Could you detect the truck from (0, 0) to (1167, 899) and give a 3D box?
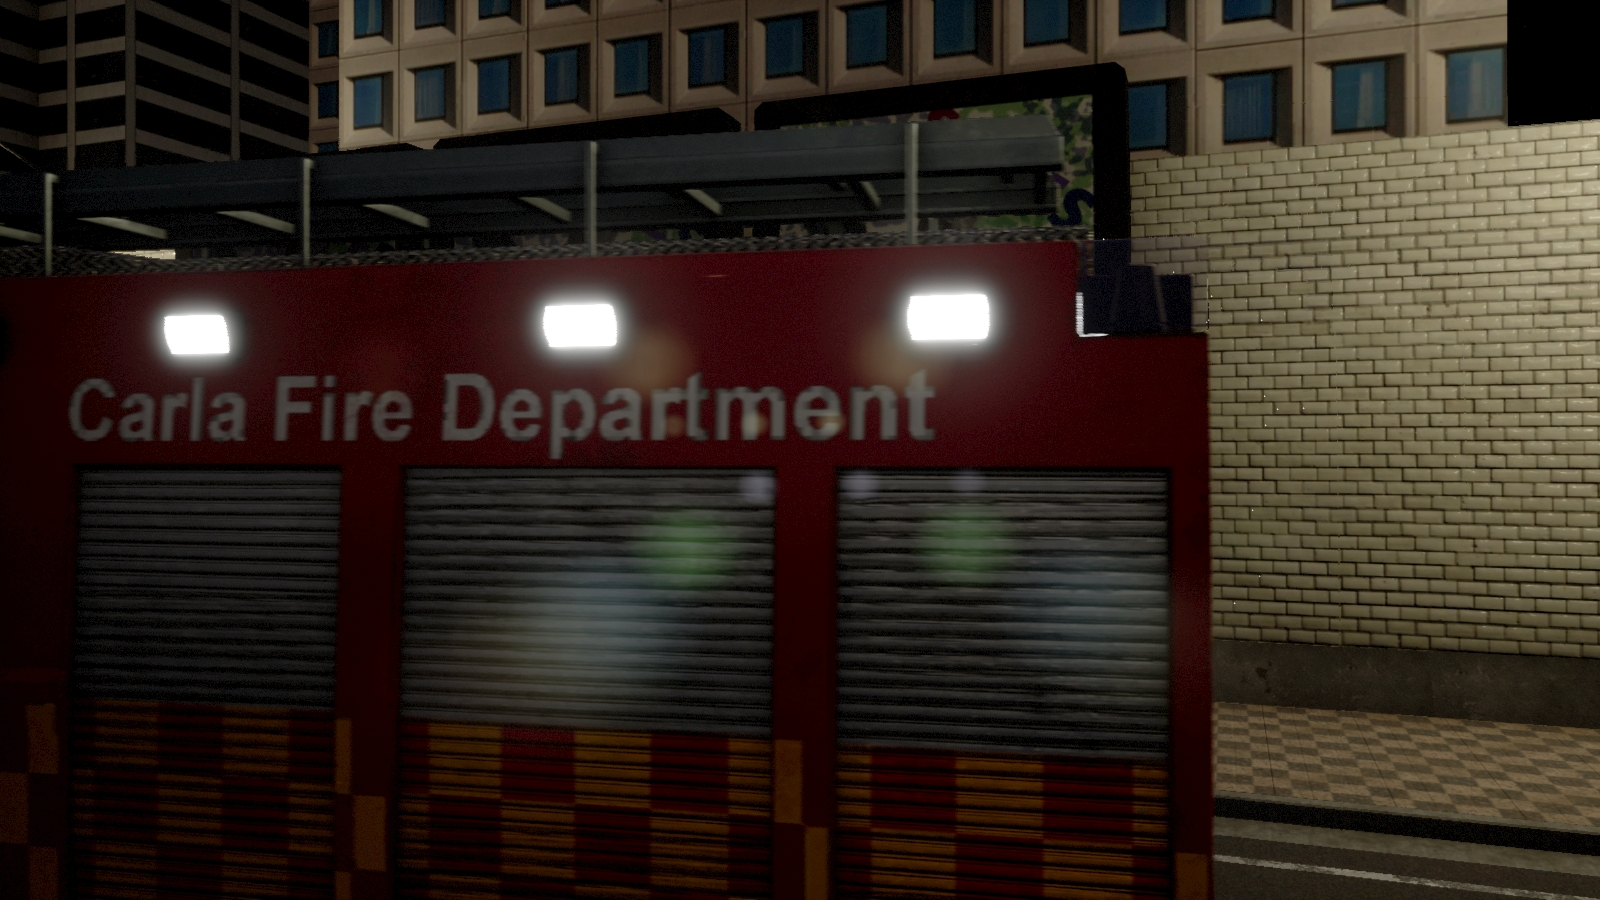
[{"bbox_3d":[-3.043,0.835,4.808,8.468,3.827,2.891,0,0,12],"label":"truck"}]
